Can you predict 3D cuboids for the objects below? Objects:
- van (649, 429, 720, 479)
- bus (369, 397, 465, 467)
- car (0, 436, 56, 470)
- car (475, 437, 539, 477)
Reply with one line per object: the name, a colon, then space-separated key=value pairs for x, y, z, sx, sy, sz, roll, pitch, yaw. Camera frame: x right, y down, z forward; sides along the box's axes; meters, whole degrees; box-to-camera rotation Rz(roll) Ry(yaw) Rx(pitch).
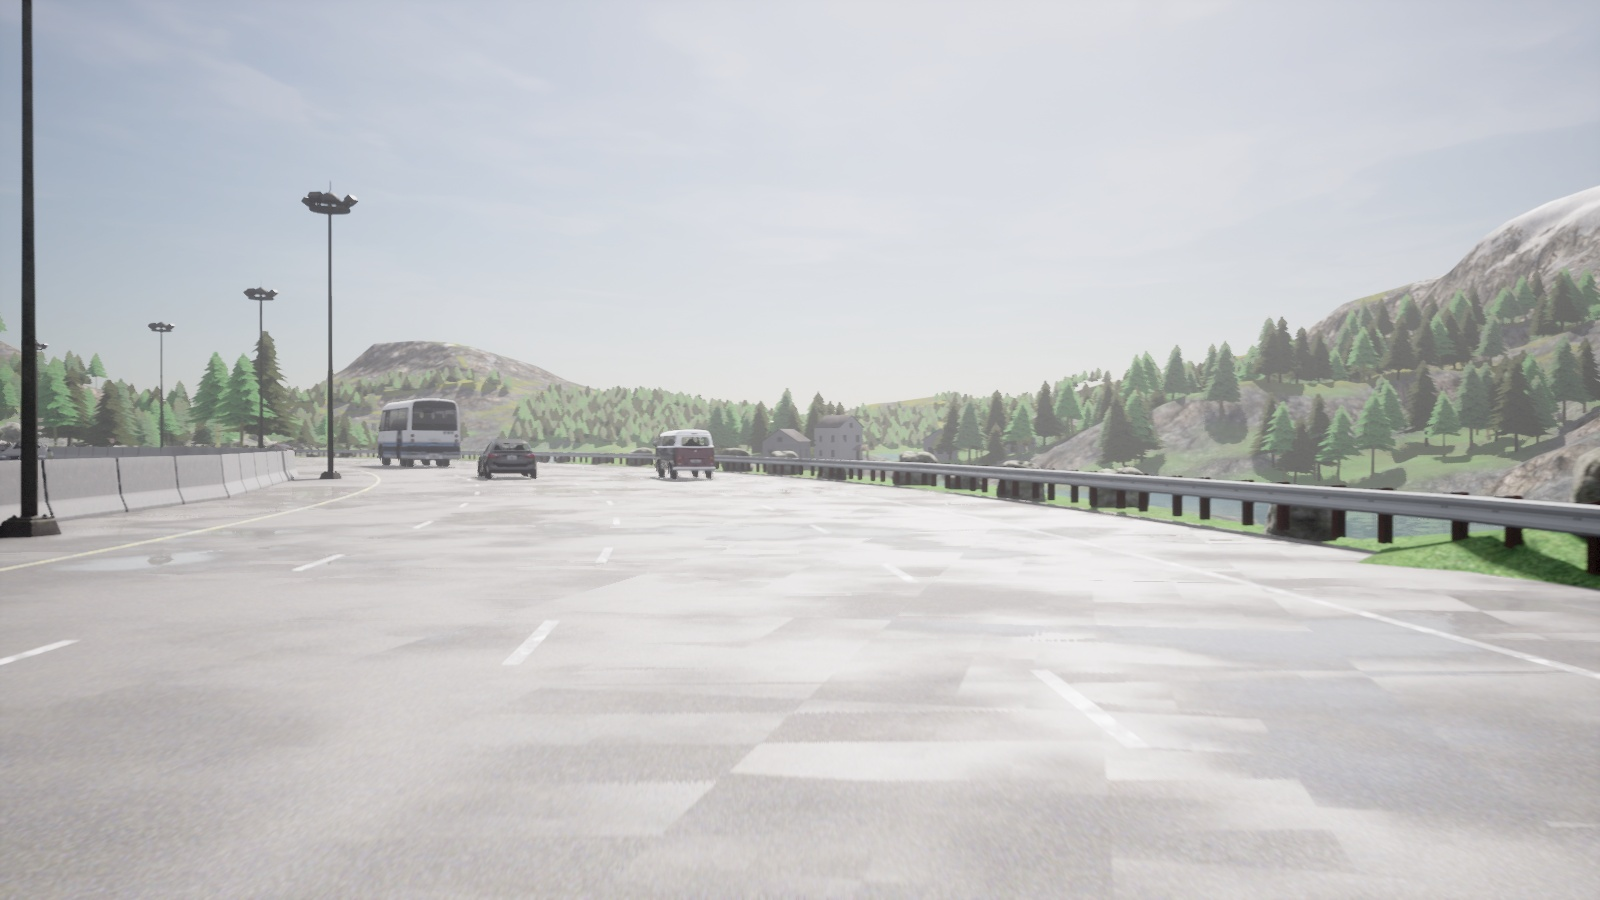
van: x=-4.960 y=0.167 z=53.323 sx=2.069 sy=2.038 sz=4.480 roll=0 pitch=0 yaw=-18
bus: x=-25.285 y=-1.107 z=82.408 sx=3.944 sy=4.253 sz=10.273 roll=0 pitch=0 yaw=-29
car: x=-39.206 y=0.147 z=63.696 sx=2.152 sy=1.651 sz=5.027 roll=0 pitch=0 yaw=-26
car: x=-12.812 y=0.276 z=54.771 sx=2.242 sy=1.667 sz=4.611 roll=0 pitch=0 yaw=-19
